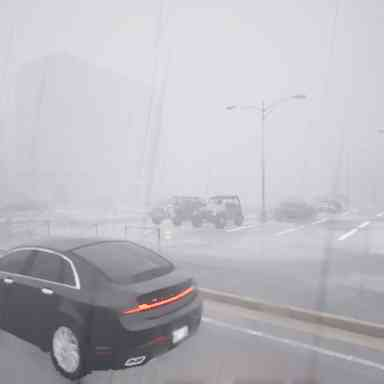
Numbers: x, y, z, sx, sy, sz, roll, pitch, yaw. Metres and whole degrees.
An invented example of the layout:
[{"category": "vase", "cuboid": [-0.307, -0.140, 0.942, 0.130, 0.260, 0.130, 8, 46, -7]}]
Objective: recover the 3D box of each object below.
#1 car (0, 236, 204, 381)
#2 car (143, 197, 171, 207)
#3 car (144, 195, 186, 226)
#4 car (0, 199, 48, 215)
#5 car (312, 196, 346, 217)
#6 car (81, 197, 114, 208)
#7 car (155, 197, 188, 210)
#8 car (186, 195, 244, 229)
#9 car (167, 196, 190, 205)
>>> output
[{"category": "car", "cuboid": [-2.108, 1.504, 5.502, 4.892, 1.490, 1.837, 0, 0, 36]}, {"category": "car", "cuboid": [-5.517, 1.525, 52.601, 1.812, 1.442, 4.674, 0, 0, 34]}, {"category": "car", "cuboid": [-0.699, 1.153, 21.926, 1.932, 1.855, 4.605, 0, 0, 34]}, {"category": "car", "cuboid": [-17.551, 1.491, 34.764, 2.128, 1.511, 4.902, 0, 0, 34]}, {"category": "car", "cuboid": [13.710, 1.395, 33.194, 1.970, 1.475, 3.806, 0, 0, 34]}, {"category": "car", "cuboid": [-13.362, 1.504, 47.248, 1.837, 1.490, 4.892, 0, 0, 34]}, {"category": "car", "cuboid": [-2.646, 1.505, 44.019, 1.837, 1.490, 4.892, 0, 0, 34]}, {"category": "car", "cuboid": [1.666, 1.156, 20.256, 1.905, 1.878, 3.866, 0, 0, 34]}, {"category": "car", "cuboid": [-2.515, 1.555, 63.192, 1.837, 1.490, 4.892, 0, 0, 34]}]
